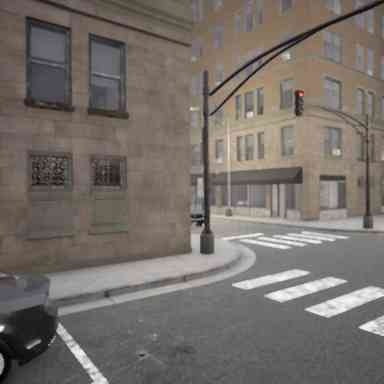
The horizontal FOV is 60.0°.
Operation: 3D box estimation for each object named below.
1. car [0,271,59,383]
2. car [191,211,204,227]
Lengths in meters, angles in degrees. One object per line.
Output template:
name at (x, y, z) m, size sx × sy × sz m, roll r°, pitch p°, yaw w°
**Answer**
car at (-3.772, 1.561, 3.495) m, size 4.403 × 1.369 × 2.008 m, roll -1°, pitch 0°, yaw -36°
car at (-1.125, 1.411, 20.304) m, size 1.895 × 1.301 × 4.718 m, roll -1°, pitch 1°, yaw -36°
